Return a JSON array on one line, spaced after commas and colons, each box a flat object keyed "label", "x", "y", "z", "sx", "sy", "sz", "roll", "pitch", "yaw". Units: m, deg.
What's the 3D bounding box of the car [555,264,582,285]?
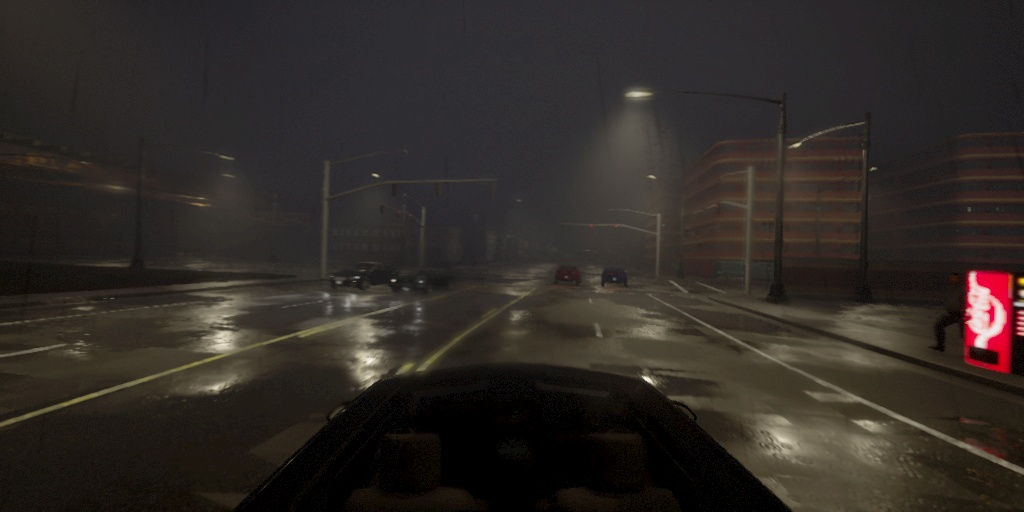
[{"label": "car", "x": 4.664, "y": 1.446, "z": 29.356, "sx": 1.882, "sy": 1.535, "sz": 5.008, "roll": 2, "pitch": 0, "yaw": 14}]

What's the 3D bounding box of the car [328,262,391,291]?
[{"label": "car", "x": -8.104, "y": 1.069, "z": 20.148, "sx": 2.128, "sy": 1.511, "sz": 4.902, "roll": 2, "pitch": 0, "yaw": 11}]

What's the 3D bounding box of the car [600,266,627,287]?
[{"label": "car", "x": 8.102, "y": 1.561, "z": 28.711, "sx": 1.882, "sy": 1.535, "sz": 5.008, "roll": 2, "pitch": 0, "yaw": 14}]

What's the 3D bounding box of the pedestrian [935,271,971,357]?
[{"label": "pedestrian", "x": 9.407, "y": 1.222, "z": 7.564, "sx": 0.375, "sy": 1.860, "sz": 0.375, "roll": 2, "pitch": 0, "yaw": 10}]

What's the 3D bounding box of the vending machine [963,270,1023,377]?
[{"label": "vending machine", "x": 9.582, "y": 1.280, "z": 6.774, "sx": 1.100, "sy": 2.100, "sz": 0.880, "roll": 0, "pitch": 0, "yaw": 8}]

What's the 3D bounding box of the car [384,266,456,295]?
[{"label": "car", "x": -4.678, "y": 1.316, "z": 19.462, "sx": 1.895, "sy": 1.301, "sz": 4.718, "roll": 2, "pitch": 0, "yaw": 11}]
